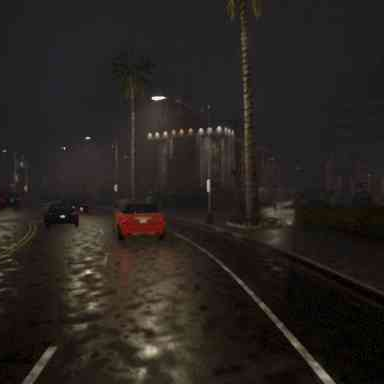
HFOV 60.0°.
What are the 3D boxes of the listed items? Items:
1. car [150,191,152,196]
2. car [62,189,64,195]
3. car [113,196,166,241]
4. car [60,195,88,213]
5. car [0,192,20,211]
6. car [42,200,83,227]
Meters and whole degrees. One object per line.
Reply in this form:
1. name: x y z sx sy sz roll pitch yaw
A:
1. car: -7.808 0.991 68.404 4.674 1.452 2.002 0 0 27
2. car: -27.910 0.877 65.760 4.553 1.767 2.185 0 0 27
3. car: -2.702 1.250 16.287 2.097 1.767 4.553 0 0 -17
4. car: -11.763 1.313 32.588 1.837 1.490 4.892 0 0 -40
5. car: -21.142 1.019 36.780 5.566 2.045 2.150 0 0 38
6. car: -8.632 1.438 21.713 1.994 1.385 4.181 0 0 -26
